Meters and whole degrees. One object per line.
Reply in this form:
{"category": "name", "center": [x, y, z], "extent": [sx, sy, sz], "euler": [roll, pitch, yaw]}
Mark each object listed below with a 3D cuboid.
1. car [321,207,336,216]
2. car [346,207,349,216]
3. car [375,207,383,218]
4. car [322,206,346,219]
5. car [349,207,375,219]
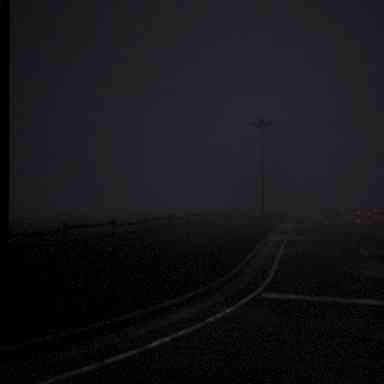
{"category": "car", "center": [23.080, 3.317, 56.469], "extent": [2.033, 1.411, 5.357], "euler": [-1, -2, 18]}
{"category": "car", "center": [26.406, 3.198, 55.384], "extent": [2.128, 1.511, 4.902], "euler": [-1, -2, 18]}
{"category": "car", "center": [26.456, 2.873, 44.281], "extent": [2.033, 1.411, 5.357], "euler": [-1, -2, 18]}
{"category": "car", "center": [19.953, 2.818, 46.922], "extent": [2.097, 1.767, 4.553], "euler": [-1, -2, 18]}
{"category": "car", "center": [23.238, 2.925, 45.701], "extent": [1.812, 1.442, 4.674], "euler": [-1, -2, 18]}
